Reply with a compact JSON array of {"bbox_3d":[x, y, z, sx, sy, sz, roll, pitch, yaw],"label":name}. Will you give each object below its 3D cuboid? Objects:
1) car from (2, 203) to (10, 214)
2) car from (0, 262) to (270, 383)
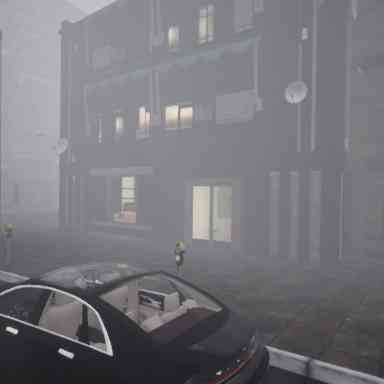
[{"bbox_3d":[-21.550,1.617,34.887,2.008,1.369,4.403,1,0,36],"label":"car"},{"bbox_3d":[-1.306,1.549,3.943,4.403,1.369,2.008,0,1,35],"label":"car"}]
